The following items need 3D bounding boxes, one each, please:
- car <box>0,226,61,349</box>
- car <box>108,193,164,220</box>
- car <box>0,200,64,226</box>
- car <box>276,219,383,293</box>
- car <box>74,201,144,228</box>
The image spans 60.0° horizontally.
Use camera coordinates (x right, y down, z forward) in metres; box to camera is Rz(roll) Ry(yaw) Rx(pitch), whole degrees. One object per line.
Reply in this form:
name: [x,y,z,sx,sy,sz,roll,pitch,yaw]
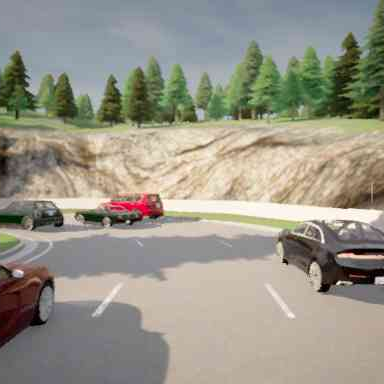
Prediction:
car: [-3.354,1.452,3.966,1.882,1.535,5.008,0,-1,0]
car: [-4.694,1.088,25.016,5.566,2.045,2.150,0,0,31]
car: [-9.822,1.238,19.592,4.553,1.767,2.097,0,1,26]
car: [3.620,1.453,8.737,2.128,1.511,4.902,0,0,0]
car: [-5.545,1.485,21.343,4.718,1.301,1.895,0,0,40]
